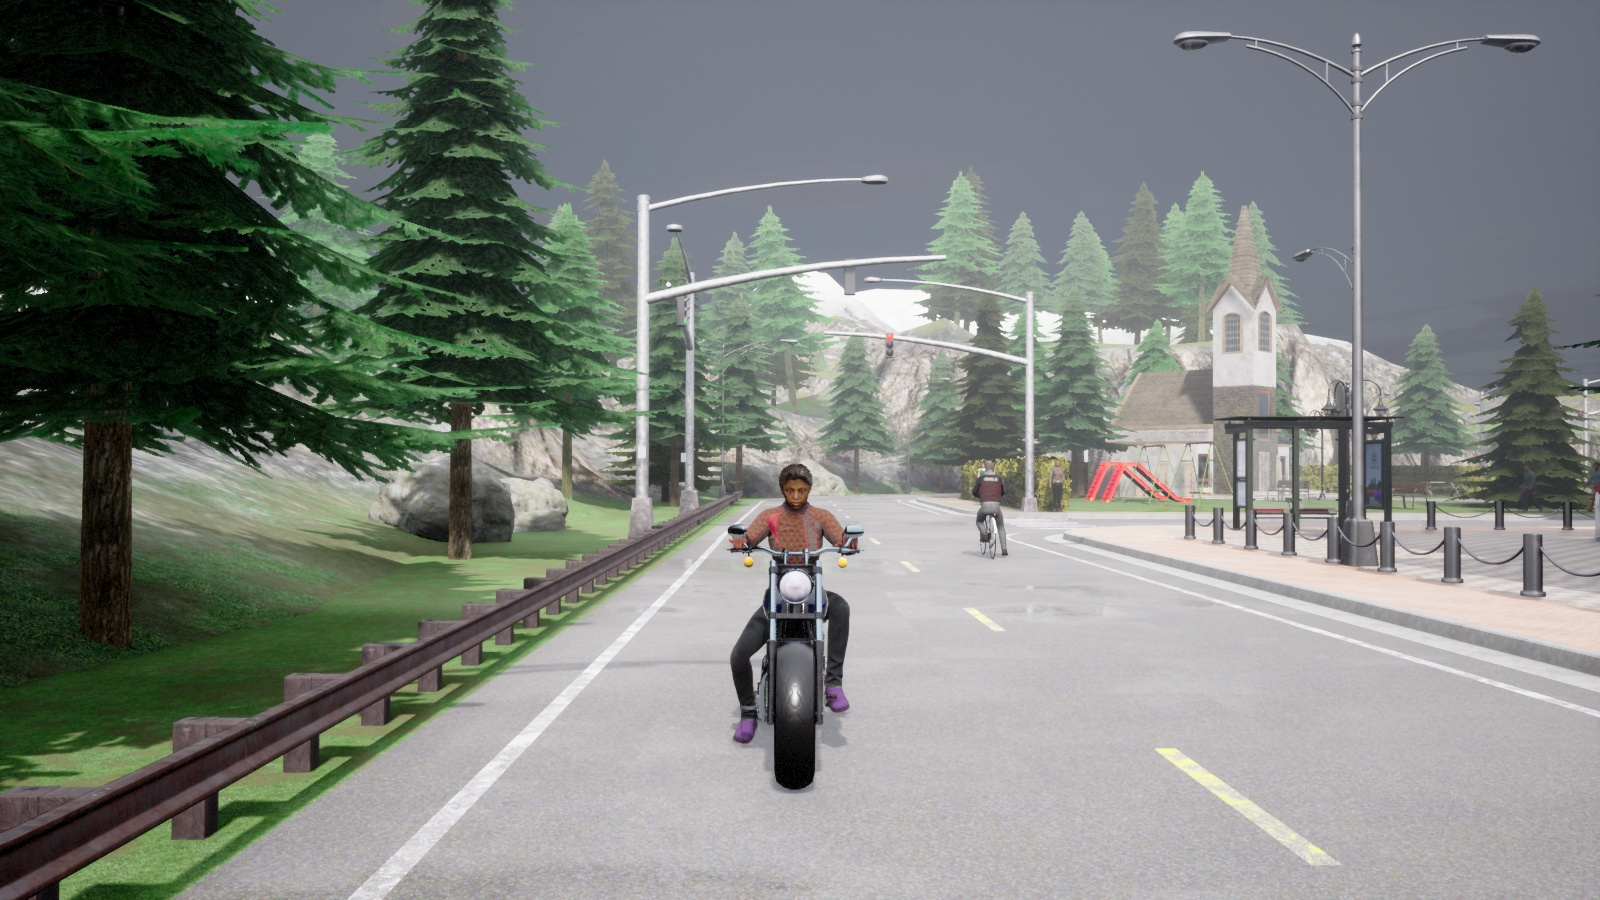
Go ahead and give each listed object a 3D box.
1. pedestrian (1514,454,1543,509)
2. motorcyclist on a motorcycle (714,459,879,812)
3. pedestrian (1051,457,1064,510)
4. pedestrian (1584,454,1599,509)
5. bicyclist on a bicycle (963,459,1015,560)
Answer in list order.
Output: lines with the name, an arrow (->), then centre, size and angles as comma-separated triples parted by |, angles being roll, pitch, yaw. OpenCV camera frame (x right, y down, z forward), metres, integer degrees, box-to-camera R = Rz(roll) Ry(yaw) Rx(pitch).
pedestrian -> 25.889, 1.104, 44.630 | 0.788, 1.949, 0.423 | 0, -1, -3
motorcyclist on a motorcycle -> -0.019, 0.883, 7.064 | 0.766, 1.649, 2.350 | 0, -1, 0
pedestrian -> 8.943, 1.155, 43.646 | 0.331, 1.846, 0.634 | 0, -1, 1
pedestrian -> 27.211, 1.070, 42.893 | 0.614, 1.847, 0.353 | 0, -1, -8
bicyclist on a bicycle -> 3.438, 1.056, 22.945 | 0.659, 1.776, 1.843 | 0, -1, 0
